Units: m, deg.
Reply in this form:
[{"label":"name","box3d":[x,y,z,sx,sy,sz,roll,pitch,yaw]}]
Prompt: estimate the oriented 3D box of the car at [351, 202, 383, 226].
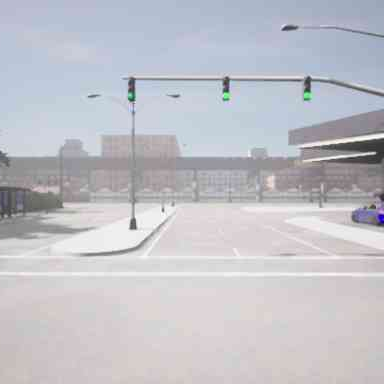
[{"label":"car","box3d":[13.211,1.495,23.600,2.242,1.667,4.611,0,0,0]}]
